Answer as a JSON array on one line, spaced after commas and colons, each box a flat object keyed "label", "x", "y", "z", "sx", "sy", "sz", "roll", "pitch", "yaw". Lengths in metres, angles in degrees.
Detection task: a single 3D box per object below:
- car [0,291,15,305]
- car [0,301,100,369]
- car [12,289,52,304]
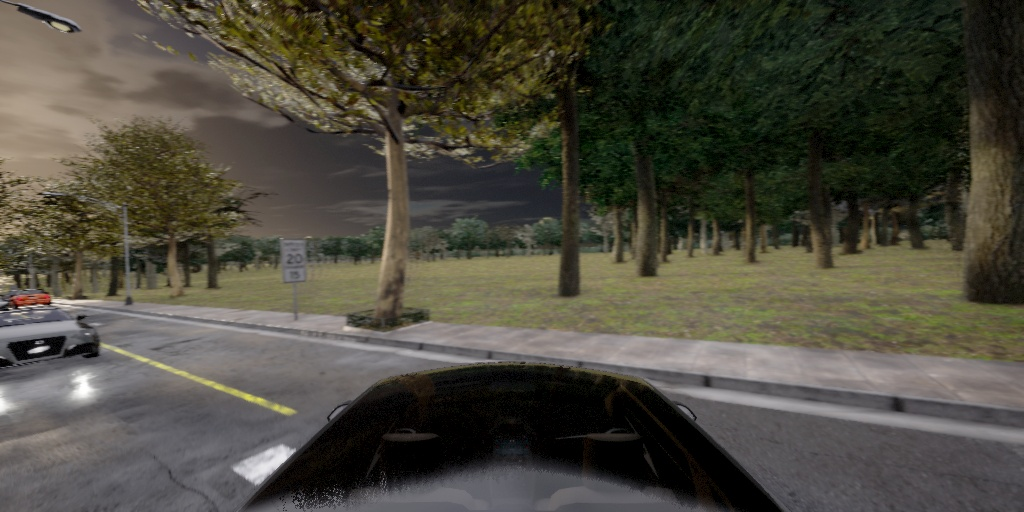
[{"label": "car", "x": -33.763, "y": 3.266, "z": 22.893, "sx": 5.008, "sy": 1.535, "sz": 1.882, "roll": -4, "pitch": 0, "yaw": 33}, {"label": "car", "x": -12.476, "y": 2.059, "z": 9.246, "sx": 4.181, "sy": 1.385, "sz": 1.994, "roll": -3, "pitch": 0, "yaw": 33}, {"label": "car", "x": -44.675, "y": 3.870, "z": 33.279, "sx": 4.553, "sy": 1.767, "sz": 2.097, "roll": -4, "pitch": -1, "yaw": 33}]
